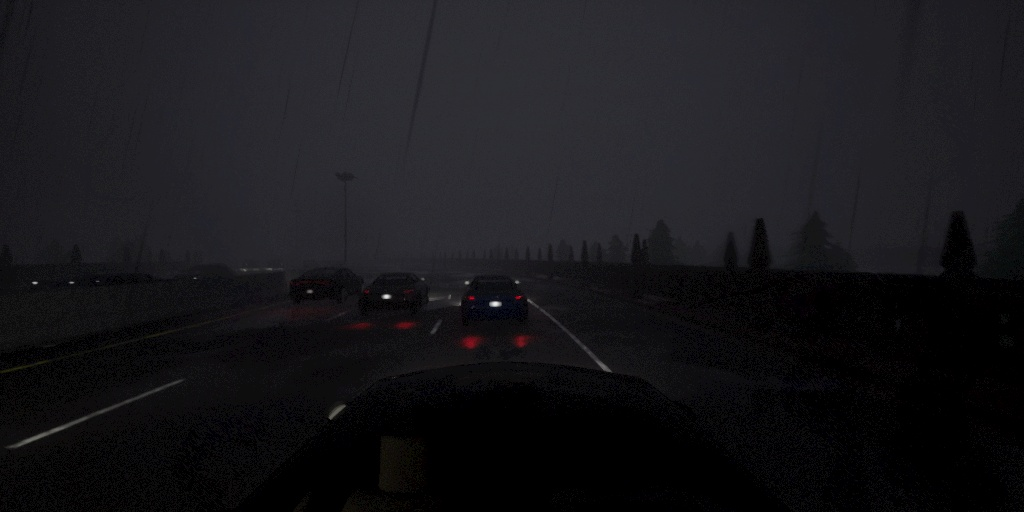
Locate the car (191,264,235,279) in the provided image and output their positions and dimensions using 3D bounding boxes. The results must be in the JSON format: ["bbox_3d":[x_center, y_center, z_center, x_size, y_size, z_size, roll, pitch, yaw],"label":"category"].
[{"bbox_3d":[-20.850,1.289,24.457,1.837,1.490,4.892,0,0,-15],"label":"car"}]

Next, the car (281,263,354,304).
[{"bbox_3d":[-8.238,1.231,16.447,1.882,1.535,5.008,0,0,-8],"label":"car"}]

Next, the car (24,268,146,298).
[{"bbox_3d":[-23.281,1.402,19.913,1.895,1.301,4.718,0,0,-13],"label":"car"}]

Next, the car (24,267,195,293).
[{"bbox_3d":[-14.989,1.330,13.321,2.033,1.411,5.357,0,0,-8],"label":"car"}]

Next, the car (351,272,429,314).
[{"bbox_3d":[-4.382,1.308,13.800,1.994,1.385,4.181,0,0,-7],"label":"car"}]

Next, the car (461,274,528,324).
[{"bbox_3d":[-0.638,1.298,11.935,1.994,1.385,4.181,0,0,-5],"label":"car"}]

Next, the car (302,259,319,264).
[{"bbox_3d":[-29.285,1.256,51.969,2.128,1.511,4.902,0,0,-32],"label":"car"}]
